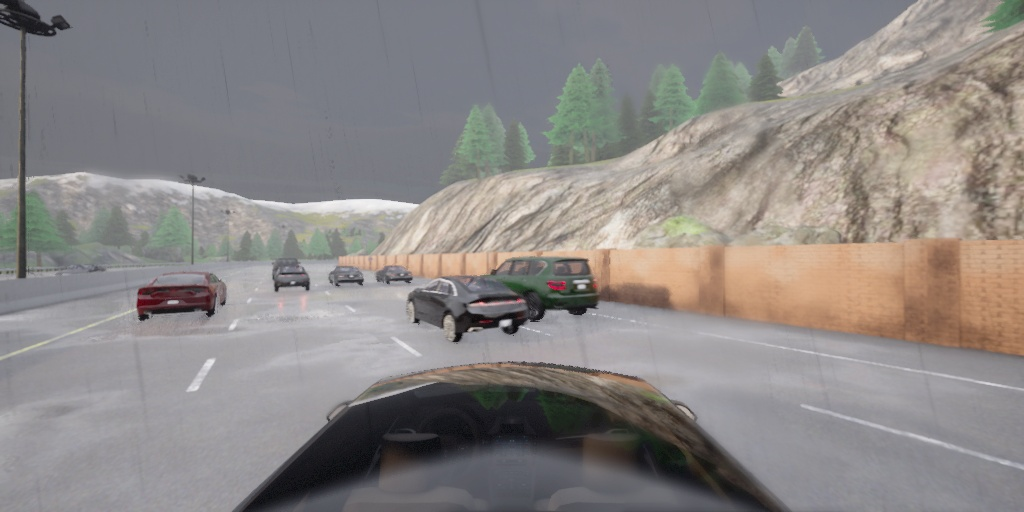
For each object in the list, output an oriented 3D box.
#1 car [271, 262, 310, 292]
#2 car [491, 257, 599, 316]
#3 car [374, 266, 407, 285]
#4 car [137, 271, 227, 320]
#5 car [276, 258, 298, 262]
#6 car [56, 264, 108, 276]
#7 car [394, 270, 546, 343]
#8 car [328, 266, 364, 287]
[{"bbox_3d":[-14.046,1.376,22.836,2.128,1.511,4.902,0,0,-33],"label":"car"},{"bbox_3d":[0.660,1.047,13.191,2.150,2.045,5.566,0,0,-33],"label":"car"},{"bbox_3d":[-9.554,1.472,28.751,2.033,1.411,5.357,0,0,-33],"label":"car"},{"bbox_3d":[-11.938,1.299,13.249,1.882,1.535,5.008,0,0,-33],"label":"car"},{"bbox_3d":[-21.366,1.178,33.990,2.150,2.045,5.566,0,0,-33],"label":"car"},{"bbox_3d":[-35.379,1.422,29.641,2.128,1.511,4.902,0,0,-33],"label":"car"},{"bbox_3d":[-1.475,1.296,10.057,2.128,1.511,4.902,0,0,-33],"label":"car"},{"bbox_3d":[-12.409,1.458,26.725,2.033,1.411,5.357,0,0,-33],"label":"car"}]
